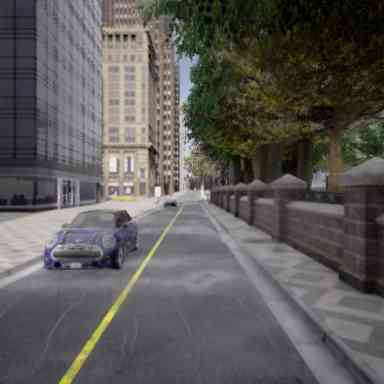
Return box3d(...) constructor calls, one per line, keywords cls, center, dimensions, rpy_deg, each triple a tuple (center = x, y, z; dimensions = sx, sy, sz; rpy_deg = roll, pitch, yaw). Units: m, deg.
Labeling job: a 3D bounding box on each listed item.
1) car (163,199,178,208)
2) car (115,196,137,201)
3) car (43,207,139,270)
box3d(cls="car", center=(-3.072, 1.652, 48.351), dimensions=(1.895, 1.301, 4.718), rpy_deg=(0, 0, 0))
box3d(cls="car", center=(-14.914, 1.463, 75.356), dimensions=(4.829, 1.417, 1.752), rpy_deg=(1, -1, 0))
box3d(cls="car", center=(-3.097, 1.369, 11.116), dimensions=(2.097, 1.767, 4.553), rpy_deg=(0, 0, 0))
